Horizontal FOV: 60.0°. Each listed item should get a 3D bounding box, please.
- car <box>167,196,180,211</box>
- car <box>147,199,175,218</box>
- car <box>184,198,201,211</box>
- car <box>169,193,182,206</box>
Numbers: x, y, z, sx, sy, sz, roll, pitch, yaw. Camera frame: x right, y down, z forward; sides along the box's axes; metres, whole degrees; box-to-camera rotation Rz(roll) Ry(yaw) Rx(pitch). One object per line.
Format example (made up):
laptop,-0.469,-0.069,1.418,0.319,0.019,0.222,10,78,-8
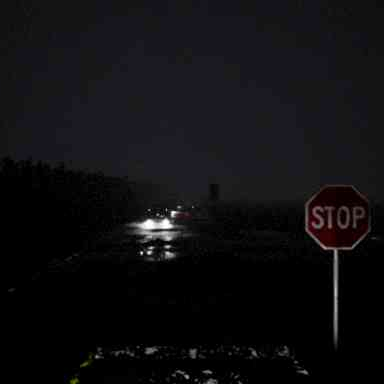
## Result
car,-2.860,1.548,39.991,1.994,1.385,4.181,0,0,0
car,-2.861,1.591,30.078,1.895,1.301,4.718,0,0,0
car,0.084,1.509,41.044,1.812,1.442,4.674,0,0,0
car,-2.853,1.182,54.899,2.150,2.045,5.566,0,2,0
